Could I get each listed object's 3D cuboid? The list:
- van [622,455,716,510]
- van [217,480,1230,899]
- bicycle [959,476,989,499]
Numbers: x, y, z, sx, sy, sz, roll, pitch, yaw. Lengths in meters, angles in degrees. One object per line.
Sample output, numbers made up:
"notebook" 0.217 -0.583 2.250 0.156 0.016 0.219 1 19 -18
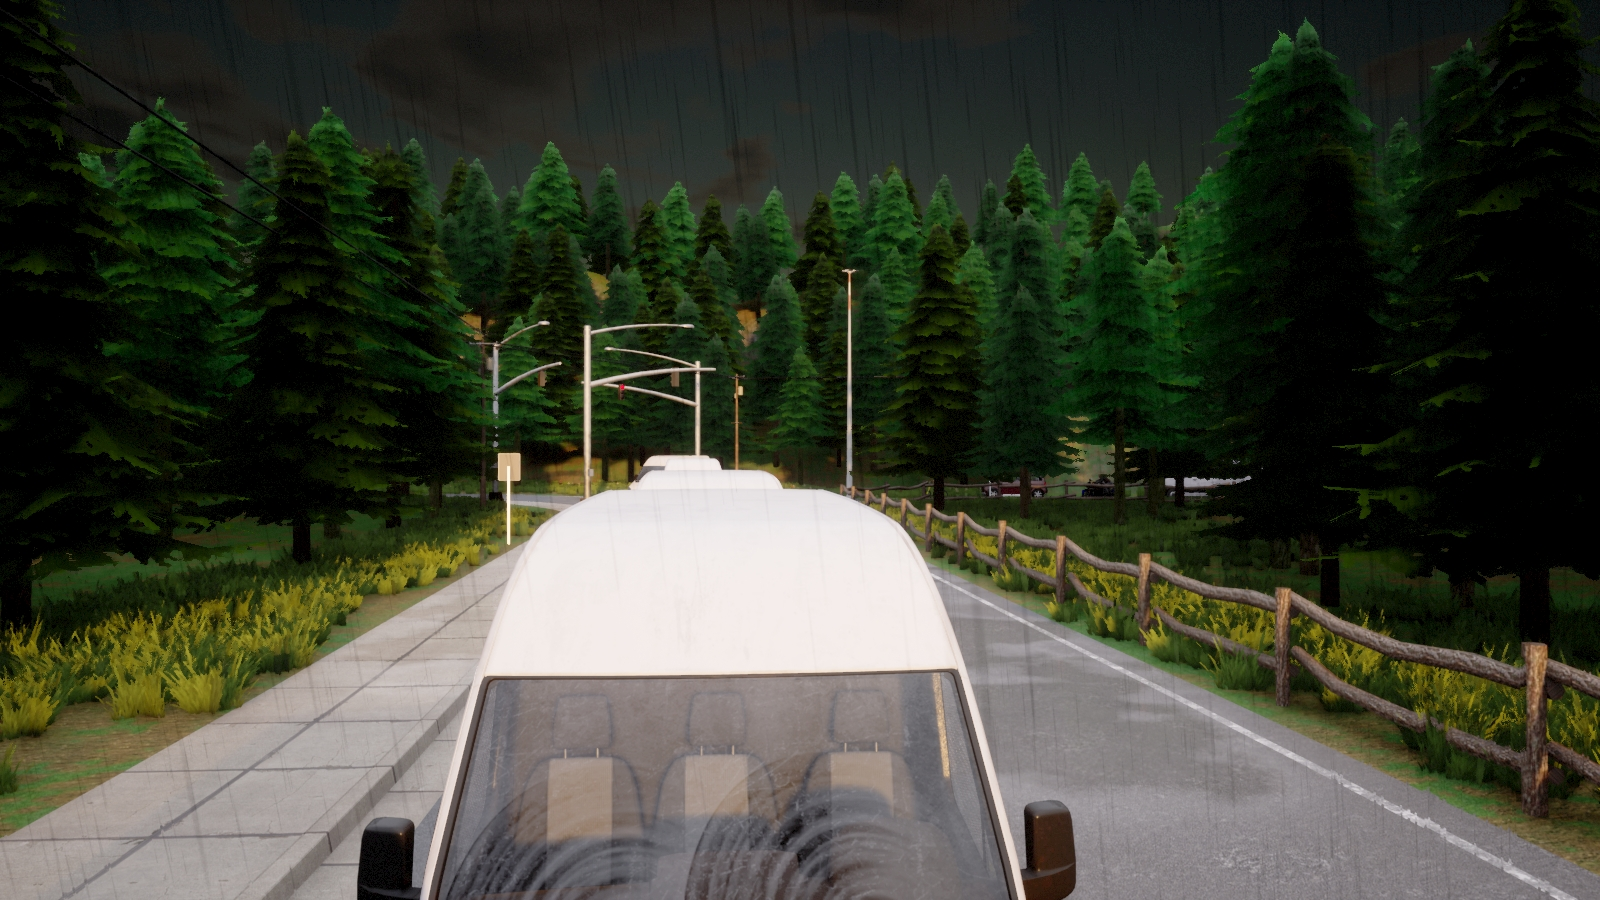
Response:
"van" -6.327 1.515 56.001 1.988 2.561 5.915 0 0 22
"van" -0.355 1.499 5.197 1.988 2.561 5.915 0 0 -5
"bicycle" 9.931 2.158 65.239 1.487 1.276 0.859 0 0 -6
